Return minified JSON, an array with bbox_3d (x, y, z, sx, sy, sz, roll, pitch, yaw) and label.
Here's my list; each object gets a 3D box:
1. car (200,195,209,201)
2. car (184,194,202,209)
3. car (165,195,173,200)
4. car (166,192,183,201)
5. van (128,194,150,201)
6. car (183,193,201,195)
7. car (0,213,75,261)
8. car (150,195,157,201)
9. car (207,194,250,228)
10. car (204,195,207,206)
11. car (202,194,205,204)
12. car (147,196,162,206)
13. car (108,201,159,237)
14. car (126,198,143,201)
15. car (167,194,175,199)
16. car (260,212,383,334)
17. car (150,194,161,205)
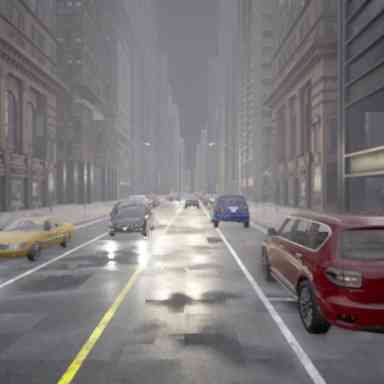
[{"bbox_3d":[2.748,1.364,74.079,1.947,1.339,4.313,0,0,0],"label":"car"},{"bbox_3d":[0.021,1.380,42.673,1.837,1.490,4.892,0,0,0],"label":"car"},{"bbox_3d":[-5.779,1.355,85.300,1.802,1.307,4.206,0,0,0],"label":"car"},{"bbox_3d":[-3.011,1.027,59.222,1.882,1.535,5.008,0,0,0],"label":"car"},{"bbox_3d":[-5.769,1.239,34.734,1.690,1.788,3.998,0,0,0],"label":"van"},{"bbox_3d":[-0.011,1.331,56.308,2.128,1.511,4.902,0,0,0],"label":"car"},{"bbox_3d":[-5.764,1.487,12.090,1.752,1.417,4.829,0,0,0],"label":"car"},{"bbox_3d":[-5.770,1.433,40.352,2.008,1.369,4.403,0,0,0],"label":"car"},{"bbox_3d":[2.390,1.162,21.905,2.150,2.045,5.566,0,0,0],"label":"car"},{"bbox_3d":[2.755,1.407,40.536,1.752,1.417,4.829,0,0,0],"label":"car"},{"bbox_3d":[2.753,1.434,51.604,1.802,1.307,4.206,0,0,0],"label":"car"},{"bbox_3d":[-5.772,1.378,51.420,1.752,1.417,4.829,0,0,0],"label":"car"},{"bbox_3d":[-3.103,1.450,17.825,1.837,1.490,4.892,0,0,0],"label":"car"},{"bbox_3d":[-5.768,1.458,29.115,1.887,1.381,4.507,0,0,0],"label":"car"},{"bbox_3d":[-5.781,1.327,90.918,1.947,1.339,4.313,0,0,0],"label":"car"},{"bbox_3d":[2.762,1.293,6.654,2.192,1.841,5.009,0,0,0],"label":"car"},{"bbox_3d":[-5.771,1.182,45.970,2.192,1.841,5.009,0,0,0],"label":"car"}]
